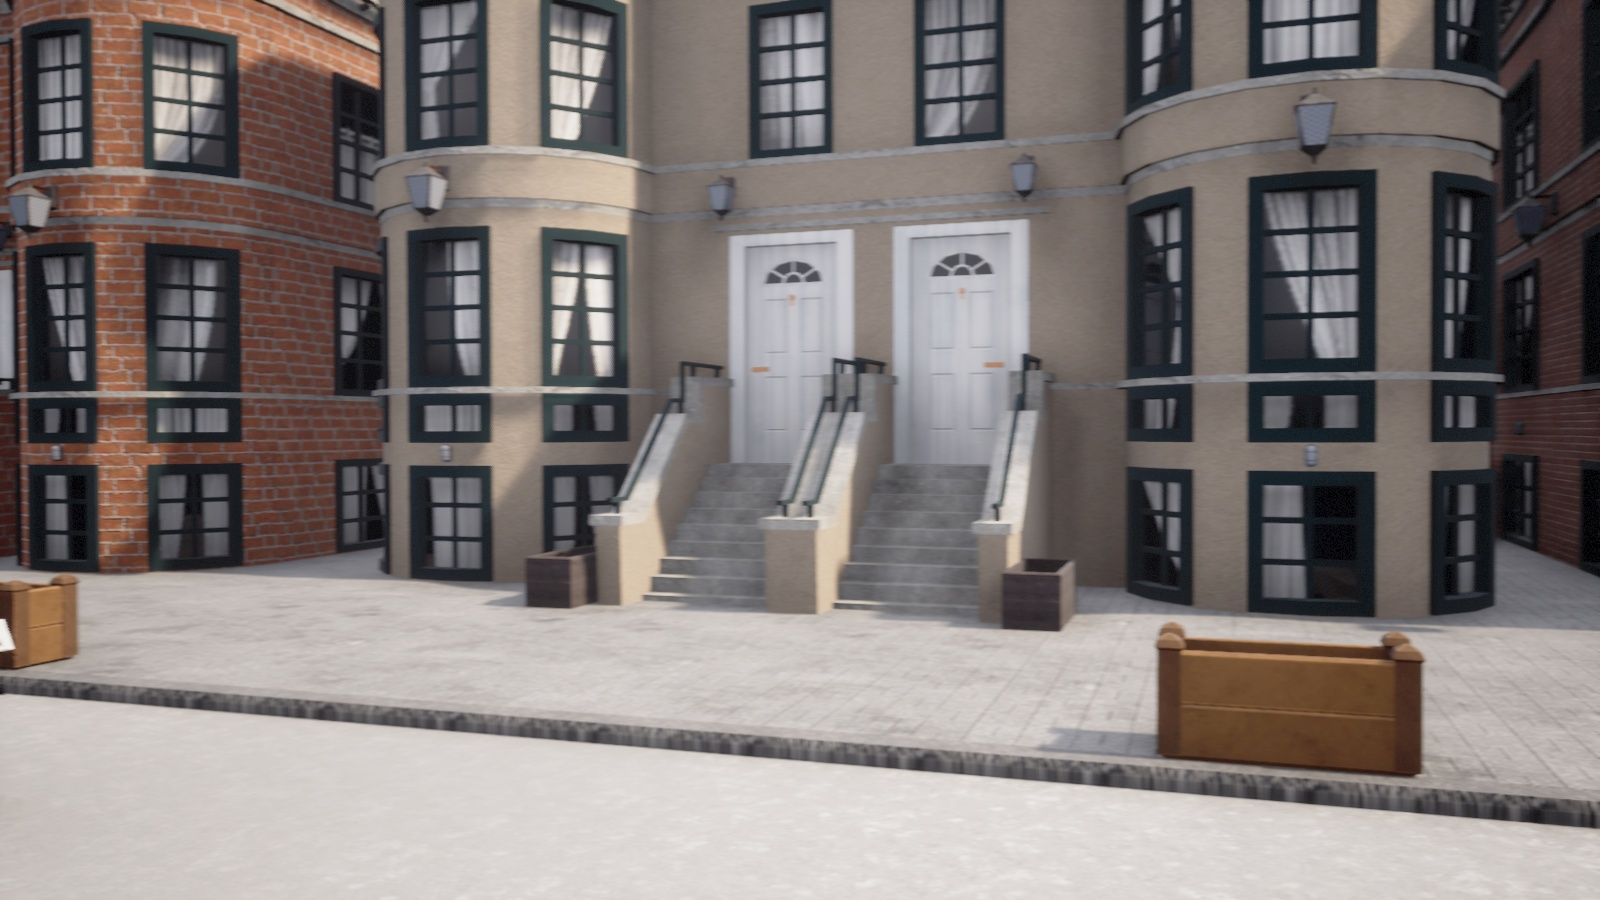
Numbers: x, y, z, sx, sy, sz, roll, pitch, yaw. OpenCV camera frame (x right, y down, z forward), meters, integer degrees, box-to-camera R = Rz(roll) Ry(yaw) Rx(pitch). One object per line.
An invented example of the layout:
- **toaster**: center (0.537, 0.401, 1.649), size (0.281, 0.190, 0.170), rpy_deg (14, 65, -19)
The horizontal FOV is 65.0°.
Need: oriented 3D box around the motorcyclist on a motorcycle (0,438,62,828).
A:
- **motorcyclist on a motorcycle**: center (-4.135, 0.711, 5.113), size (2.044, 1.523, 0.797), rpy_deg (1, 1, 19)
